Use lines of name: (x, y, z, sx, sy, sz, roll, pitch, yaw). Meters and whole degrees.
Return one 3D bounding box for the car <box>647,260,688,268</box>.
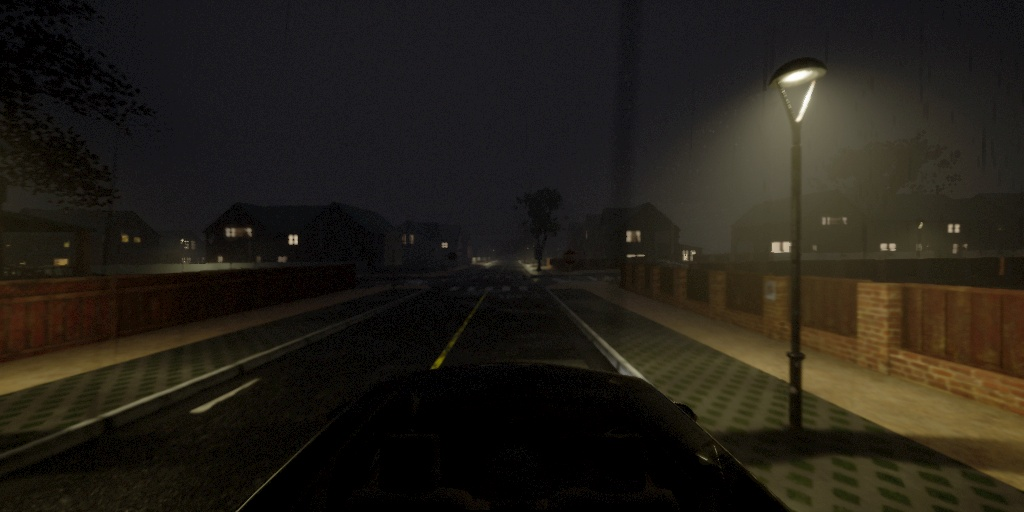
car: (11.411, 1.030, 26.597, 4.902, 1.511, 2.128, -1, 2, 0)
